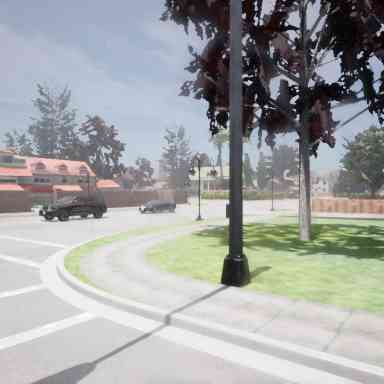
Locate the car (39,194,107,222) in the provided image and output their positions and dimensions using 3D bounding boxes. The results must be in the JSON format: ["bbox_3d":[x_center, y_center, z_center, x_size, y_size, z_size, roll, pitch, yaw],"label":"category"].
[{"bbox_3d":[-9.536,1.222,27.239,2.150,2.045,5.566,0,0,35],"label":"car"}]

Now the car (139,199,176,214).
[{"bbox_3d":[-3.661,1.492,35.905,2.128,1.511,4.902,0,0,34],"label":"car"}]
